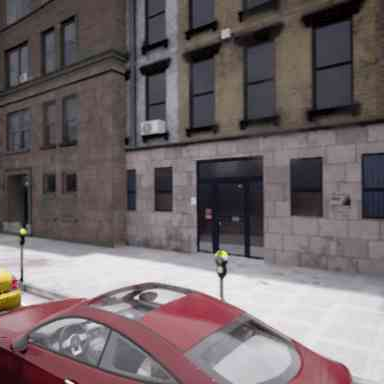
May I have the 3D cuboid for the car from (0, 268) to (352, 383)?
[{"bbox_3d":[-0.631,1.600,3.265,4.206,1.307,1.802,-1,0,36],"label":"car"}]
